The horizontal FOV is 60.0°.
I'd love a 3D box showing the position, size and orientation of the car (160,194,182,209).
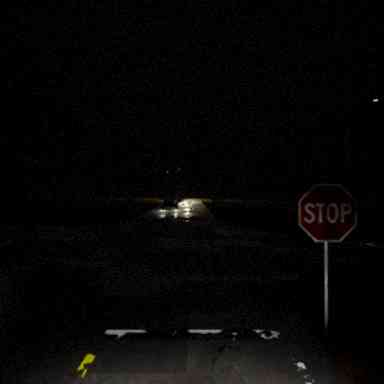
[{"bbox_3d":[-2.715,1.110,40.551,2.097,1.767,4.553,0,0,0],"label":"car"}]
